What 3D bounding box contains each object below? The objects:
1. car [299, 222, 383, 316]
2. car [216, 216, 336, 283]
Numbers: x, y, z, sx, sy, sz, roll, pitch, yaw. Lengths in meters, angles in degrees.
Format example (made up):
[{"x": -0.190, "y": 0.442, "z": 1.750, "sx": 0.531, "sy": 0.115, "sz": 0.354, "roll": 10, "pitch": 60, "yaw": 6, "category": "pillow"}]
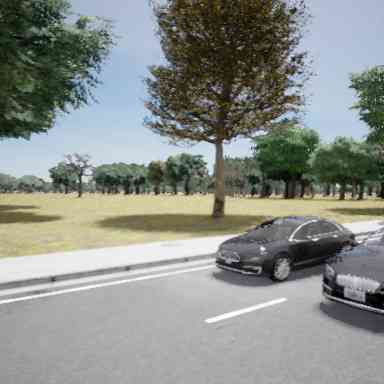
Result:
[{"x": 4.761, "y": 1.476, "z": 7.080, "sx": 4.902, "sy": 1.511, "sz": 2.128, "roll": 0, "pitch": 0, "yaw": -35, "category": "car"}, {"x": 2.887, "y": 1.490, "z": 9.736, "sx": 4.892, "sy": 1.490, "sz": 1.837, "roll": 0, "pitch": 0, "yaw": -35, "category": "car"}]
